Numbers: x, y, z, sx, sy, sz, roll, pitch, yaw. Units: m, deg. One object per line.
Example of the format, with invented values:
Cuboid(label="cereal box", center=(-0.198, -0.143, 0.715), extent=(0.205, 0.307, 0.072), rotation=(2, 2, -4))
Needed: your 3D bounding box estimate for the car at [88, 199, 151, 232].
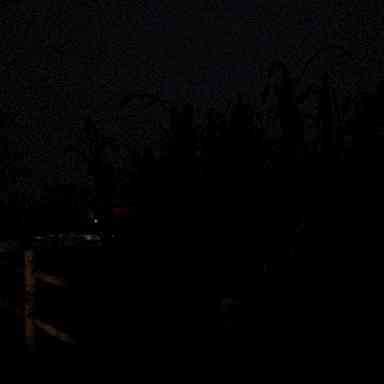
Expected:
Cuboid(label="car", center=(-4.422, 1.483, 22.838), extent=(2.150, 2.045, 5.566), rotation=(1, -1, 33))
